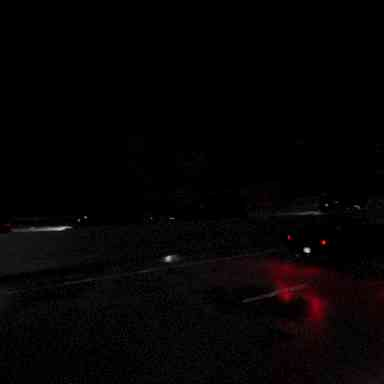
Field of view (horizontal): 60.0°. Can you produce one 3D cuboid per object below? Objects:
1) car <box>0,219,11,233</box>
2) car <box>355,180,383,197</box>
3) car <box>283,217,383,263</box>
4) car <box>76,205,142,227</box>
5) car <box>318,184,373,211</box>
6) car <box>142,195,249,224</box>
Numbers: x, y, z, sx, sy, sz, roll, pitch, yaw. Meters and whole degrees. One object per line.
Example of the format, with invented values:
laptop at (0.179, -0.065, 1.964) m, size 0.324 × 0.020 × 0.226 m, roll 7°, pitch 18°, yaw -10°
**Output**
car at (-10.008, 1.565, 14.050) m, size 4.181 × 1.385 × 1.994 m, roll 0°, pitch 0°, yaw -35°
car at (20.988, -0.278, 40.447) m, size 5.566 × 2.045 × 2.150 m, roll -7°, pitch 4°, yaw -35°
car at (5.498, 1.567, 11.969) m, size 4.718 × 1.301 × 1.895 m, roll 0°, pitch 0°, yaw -36°
car at (-5.338, 1.541, 21.679) m, size 4.181 × 1.385 × 1.994 m, roll 0°, pitch 0°, yaw -35°
car at (14.276, 0.643, 31.371) m, size 5.566 × 2.045 × 2.150 m, roll -4°, pitch 2°, yaw -35°
car at (0.515, 1.195, 17.257) m, size 5.566 × 2.045 × 2.150 m, roll 0°, pitch 0°, yaw -35°
